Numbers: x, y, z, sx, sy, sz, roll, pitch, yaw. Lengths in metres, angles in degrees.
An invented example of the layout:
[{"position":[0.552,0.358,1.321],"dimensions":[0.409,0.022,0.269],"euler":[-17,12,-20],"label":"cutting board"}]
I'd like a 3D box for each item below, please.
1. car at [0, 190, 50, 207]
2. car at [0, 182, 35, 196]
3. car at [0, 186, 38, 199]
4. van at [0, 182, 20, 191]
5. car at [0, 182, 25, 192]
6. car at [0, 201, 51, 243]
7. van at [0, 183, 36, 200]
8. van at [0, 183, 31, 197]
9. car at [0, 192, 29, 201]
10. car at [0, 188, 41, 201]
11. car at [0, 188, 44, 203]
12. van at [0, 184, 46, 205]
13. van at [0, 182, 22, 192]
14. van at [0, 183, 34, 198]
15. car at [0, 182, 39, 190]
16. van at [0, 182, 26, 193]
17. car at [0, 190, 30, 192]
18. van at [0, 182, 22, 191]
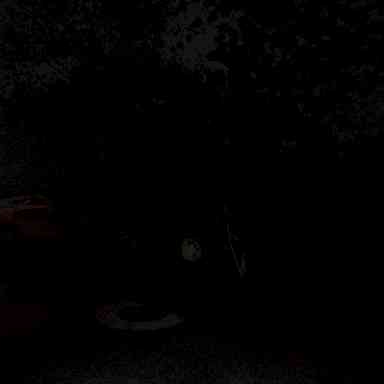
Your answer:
[{"position":[-16.383,0.612,31.863],"dimensions":[4.792,1.488,2.163],"euler":[1,2,-30],"label":"car"},{"position":[-27.379,-0.411,51.068],"dimensions":[5.566,2.045,2.435],"euler":[1,1,-30],"label":"car"},{"position":[-23.229,0.096,43.883],"dimensions":[5.008,1.535,2.097],"euler":[1,1,-30],"label":"car"},{"position":[-42.664,-1.329,77.569],"dimensions":[4.442,1.987,1.878],"euler":[1,1,-30],"label":"van"},{"position":[-38.453,-1.097,70.397],"dimensions":[5.566,2.045,2.435],"euler":[1,1,-30],"label":"car"},{"position":[-6.794,1.343,15.168],"dimensions":[5.008,1.535,2.097],"euler":[1,2,-30],"label":"car"},{"position":[-21.936,-0.043,41.406],"dimensions":[4.442,1.987,1.878],"euler":[1,1,-30],"label":"van"},{"position":[-26.081,-0.302,48.623],"dimensions":[4.442,1.987,1.878],"euler":[1,1,-30],"label":"van"},{"position":[-8.135,1.109,17.586],"dimensions":[4.553,1.767,2.185],"euler":[1,2,-30],"label":"car"},{"position":[-20.458,0.305,39.093],"dimensions":[4.792,1.488,2.163],"euler":[1,1,-30],"label":"car"},{"position":[-19.147,0.398,36.804],"dimensions":[4.792,1.488,2.163],"euler":[1,2,-30],"label":"car"},{"position":[-17.686,0.248,34.438],"dimensions":[4.442,1.987,1.878],"euler":[1,2,-30],"label":"van"},{"position":[-39.705,-1.155,72.873],"dimensions":[4.442,1.987,1.878],"euler":[1,1,-30],"label":"van"},{"position":[-24.502,-0.213,46.336],"dimensions":[4.442,1.987,1.878],"euler":[1,1,-30],"label":"van"},{"position":[-14.949,0.442,29.483],"dimensions":[5.566,2.045,2.435],"euler":[1,2,-30],"label":"car"},{"position":[-34.199,-0.814,63.263],"dimensions":[4.442,1.987,1.878],"euler":[1,1,-30],"label":"van"},{"position":[-12.392,0.905,24.580],"dimensions":[5.366,1.575,1.946],"euler":[1,2,-30],"label":"car"},{"position":[-41.019,-1.236,75.167],"dimensions":[4.442,1.987,1.878],"euler":[1,1,-30],"label":"van"}]
